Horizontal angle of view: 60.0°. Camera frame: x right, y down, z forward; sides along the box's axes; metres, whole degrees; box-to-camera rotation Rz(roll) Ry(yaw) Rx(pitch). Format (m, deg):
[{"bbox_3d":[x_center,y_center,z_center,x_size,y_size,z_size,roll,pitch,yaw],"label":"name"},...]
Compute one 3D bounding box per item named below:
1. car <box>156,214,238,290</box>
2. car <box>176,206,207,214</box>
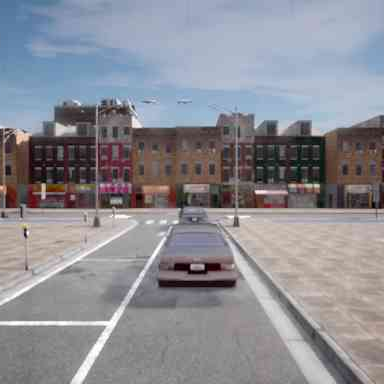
[{"bbox_3d":[0.116,1.563,9.227,2.033,1.411,5.357,0,0,0],"label":"car"},{"bbox_3d":[0.015,1.584,21.320,2.033,1.411,5.357,0,0,-3],"label":"car"}]
